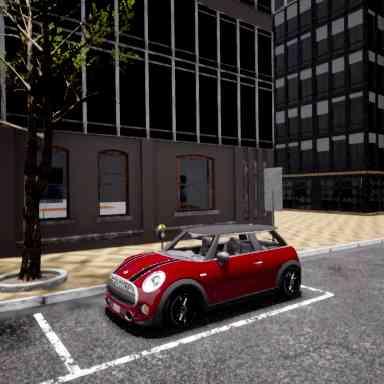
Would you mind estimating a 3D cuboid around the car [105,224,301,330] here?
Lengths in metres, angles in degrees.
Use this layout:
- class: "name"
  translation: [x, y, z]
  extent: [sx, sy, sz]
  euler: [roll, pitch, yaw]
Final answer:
- class: "car"
  translation: [0.334, 1.439, 6.814]
  extent: [4.097, 1.590, 1.967]
  euler: [0, -1, -35]
